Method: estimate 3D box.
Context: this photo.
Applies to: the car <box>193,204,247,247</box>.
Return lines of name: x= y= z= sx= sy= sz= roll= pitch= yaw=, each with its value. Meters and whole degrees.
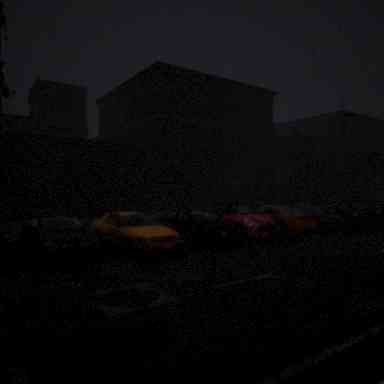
car: x=-0.194 y=1.448 z=14.883 sx=2.097 sy=1.535 sz=5.008 roll=0 pitch=0 yaw=-35

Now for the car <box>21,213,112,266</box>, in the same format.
car: x=-4.725 y=1.487 z=11.662 sx=2.002 sy=1.452 sz=4.674 roll=0 pitch=0 yaw=-35

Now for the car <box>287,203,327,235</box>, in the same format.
car: x=4.334 y=1.449 z=18.111 sx=2.097 sy=1.535 sz=5.008 roll=0 pitch=0 yaw=-36

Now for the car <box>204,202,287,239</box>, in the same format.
car: x=2.048 y=1.323 z=16.526 sx=2.185 sy=1.767 sz=4.553 roll=0 pitch=0 yaw=-35

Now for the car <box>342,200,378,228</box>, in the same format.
car: x=8.872 y=1.328 z=21.314 sx=2.185 sy=1.767 sz=4.553 roll=0 pitch=0 yaw=-35

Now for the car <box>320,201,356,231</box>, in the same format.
car: x=6.589 y=1.452 z=19.731 sx=2.231 sy=1.521 sz=4.892 roll=0 pitch=0 yaw=-35

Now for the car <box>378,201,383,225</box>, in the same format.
car: x=11.136 y=1.332 z=22.928 sx=2.185 sy=1.767 sz=4.553 roll=0 pitch=0 yaw=-35

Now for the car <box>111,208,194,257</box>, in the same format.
car: x=-2.352 y=1.444 z=13.123 sx=1.946 sy=1.575 sz=5.366 roll=0 pitch=0 yaw=-35
